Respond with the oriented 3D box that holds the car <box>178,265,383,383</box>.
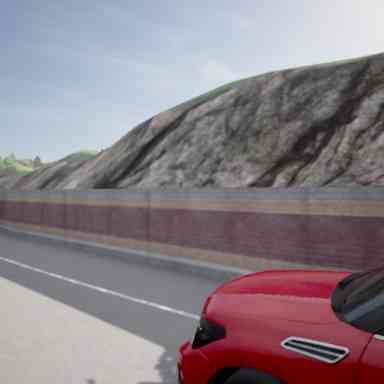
[{"bbox_3d":[2.531,1.233,2.243,5.566,2.045,2.150,0,0,35],"label":"car"}]
